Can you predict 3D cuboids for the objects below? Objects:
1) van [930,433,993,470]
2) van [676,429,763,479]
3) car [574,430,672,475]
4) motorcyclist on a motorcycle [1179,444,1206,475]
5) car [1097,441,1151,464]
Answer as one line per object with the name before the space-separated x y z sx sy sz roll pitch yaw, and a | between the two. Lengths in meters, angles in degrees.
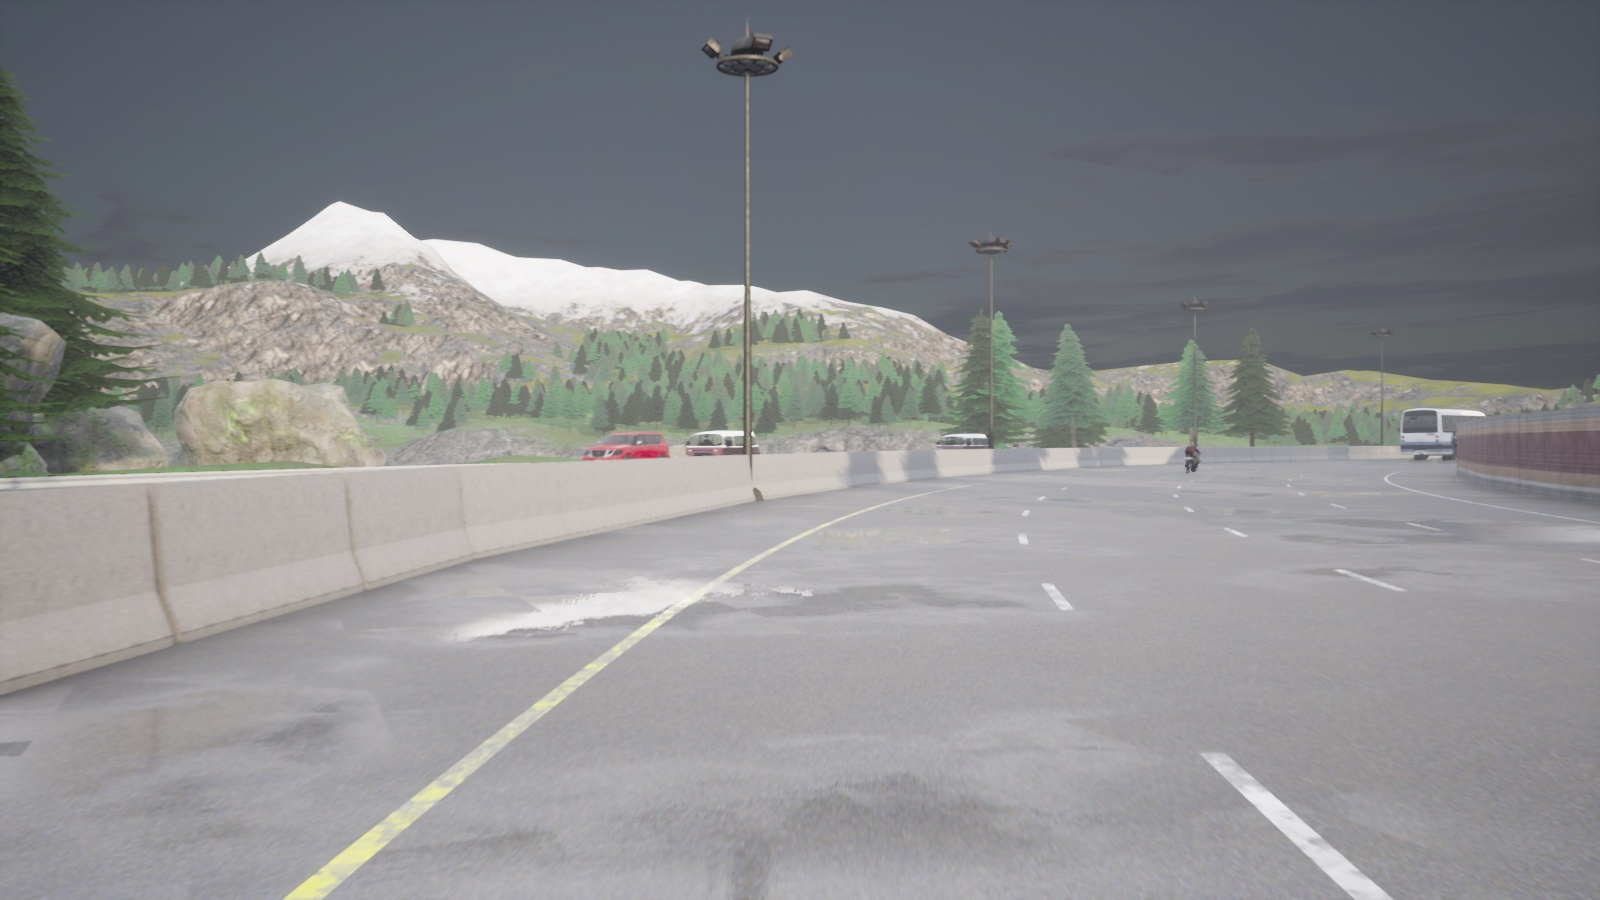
van | 9.379 0.071 72.799 2.069 2.038 4.480 0 0 30
van | -3.404 0.161 54.053 2.069 2.038 4.480 0 0 21
car | -8.431 0.115 60.340 2.150 2.045 5.566 0 0 23
motorcyclist on a motorcycle | 19.367 0.455 61.996 0.866 1.530 2.191 1 1 28
car | 24.457 0.172 94.645 2.033 1.649 4.856 0 0 40
